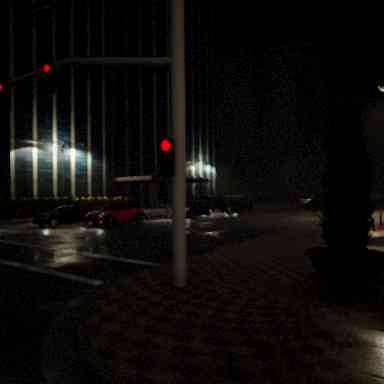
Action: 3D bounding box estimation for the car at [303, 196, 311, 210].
[{"bbox_3d":[16.969,1.631,44.716,1.882,1.535,5.008,-1,-1,35],"label":"car"}]

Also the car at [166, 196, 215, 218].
[{"bbox_3d":[-0.030,1.593,32.929,2.097,1.767,4.553,-1,-1,35],"label":"car"}]

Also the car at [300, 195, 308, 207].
[{"bbox_3d":[19.256,1.421,54.119,2.150,2.045,5.566,-1,-1,35],"label":"car"}]

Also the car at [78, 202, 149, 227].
[{"bbox_3d":[-5.724,1.592,24.771,2.097,1.767,4.553,-1,-1,35],"label":"car"}]

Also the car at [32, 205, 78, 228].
[{"bbox_3d":[-9.558,1.762,25.394,1.882,1.535,5.008,-1,0,35],"label":"car"}]

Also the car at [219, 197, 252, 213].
[{"bbox_3d":[5.816,1.734,41.281,2.128,1.511,4.902,-1,-1,35],"label":"car"}]

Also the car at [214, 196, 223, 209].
[{"bbox_3d":[2.244,1.508,42.288,2.150,2.045,5.566,-1,-1,35],"label":"car"}]

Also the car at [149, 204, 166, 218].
[{"bbox_3d":[-3.889,1.886,33.515,1.895,1.301,4.718,-1,-1,35],"label":"car"}]
